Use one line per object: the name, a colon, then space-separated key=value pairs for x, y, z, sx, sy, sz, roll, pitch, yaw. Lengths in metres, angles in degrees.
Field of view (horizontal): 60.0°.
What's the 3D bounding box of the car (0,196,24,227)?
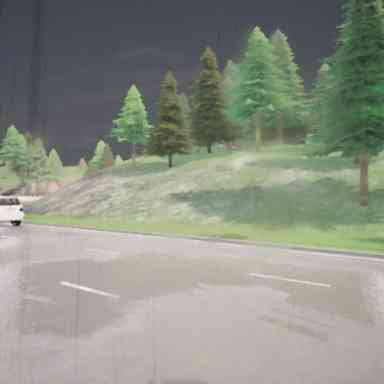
car: x=-13.440 y=1.306 z=22.176 sx=5.566 sy=2.045 sz=2.150 roll=0 pitch=0 yaw=36
